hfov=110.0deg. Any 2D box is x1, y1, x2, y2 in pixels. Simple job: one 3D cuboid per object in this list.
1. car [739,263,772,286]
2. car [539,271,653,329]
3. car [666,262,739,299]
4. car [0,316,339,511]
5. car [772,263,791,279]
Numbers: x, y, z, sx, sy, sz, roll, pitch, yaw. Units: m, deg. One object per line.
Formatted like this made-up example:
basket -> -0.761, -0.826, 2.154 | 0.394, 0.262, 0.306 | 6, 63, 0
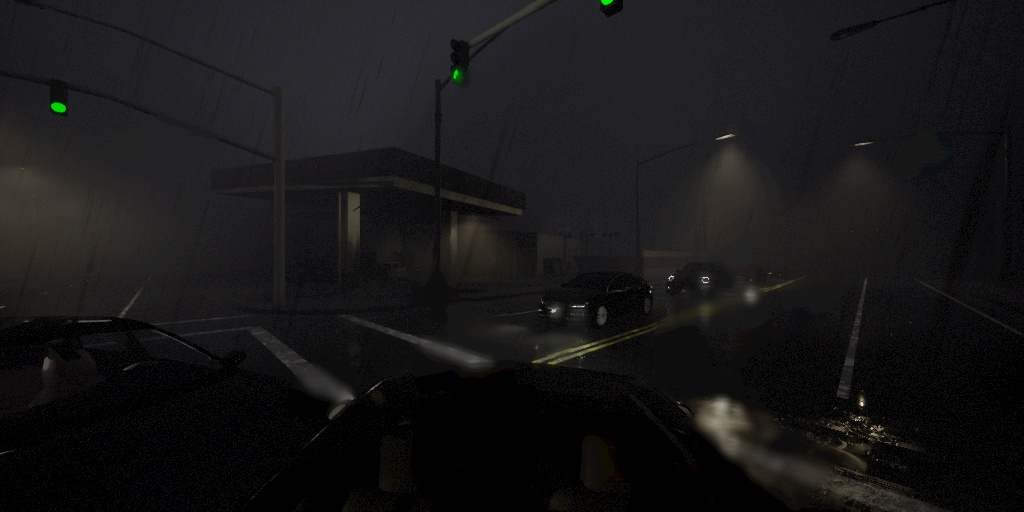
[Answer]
car -> 16.616, 1.314, 25.303 | 1.994, 1.385, 4.181 | 0, 0, 44
car -> 2.867, 1.255, 11.530 | 1.837, 1.490, 4.892 | 0, 0, 45
car -> 9.698, 1.102, 18.384 | 4.553, 1.767, 2.097 | 0, 0, -45
car -> -3.424, 1.242, 2.505 | 4.902, 1.511, 2.128 | 0, 0, 15
car -> 23.741, 1.314, 32.365 | 4.181, 1.385, 1.994 | 0, 0, -45
